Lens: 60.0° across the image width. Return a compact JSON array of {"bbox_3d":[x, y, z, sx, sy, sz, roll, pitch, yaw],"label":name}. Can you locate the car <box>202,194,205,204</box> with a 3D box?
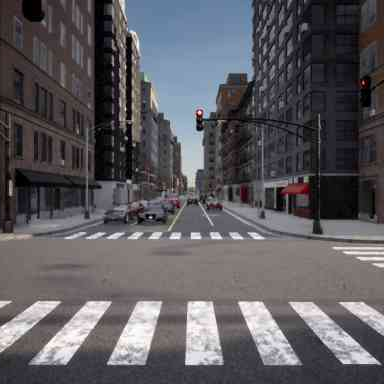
[{"bbox_3d":[3.095,1.492,54.793,1.837,1.490,4.892,0,0,0],"label":"car"}]

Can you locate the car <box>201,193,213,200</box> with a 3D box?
[{"bbox_3d":[3.065,1.213,61.823,2.150,2.045,5.566,0,0,0],"label":"car"}]

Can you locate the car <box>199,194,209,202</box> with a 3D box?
[{"bbox_3d":[2.744,1.295,79.288,2.192,1.841,5.009,0,0,0],"label":"car"}]

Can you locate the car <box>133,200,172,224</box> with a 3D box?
[{"bbox_3d":[-2.815,1.563,24.729,1.994,1.385,4.181,0,0,0],"label":"car"}]

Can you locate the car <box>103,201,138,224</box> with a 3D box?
[{"bbox_3d":[-5.354,1.550,24.764,2.008,1.369,4.403,0,0,0],"label":"car"}]

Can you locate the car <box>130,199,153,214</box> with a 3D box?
[{"bbox_3d":[-5.339,1.522,35.502,1.752,1.417,4.829,0,0,0],"label":"car"}]

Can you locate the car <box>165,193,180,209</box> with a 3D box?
[{"bbox_3d":[-2.773,1.211,46.042,2.150,2.045,5.566,0,0,0],"label":"car"}]

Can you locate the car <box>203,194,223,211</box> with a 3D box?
[{"bbox_3d":[2.694,1.435,41.108,1.967,1.590,4.097,0,0,0],"label":"car"}]

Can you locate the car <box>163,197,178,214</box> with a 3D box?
[{"bbox_3d":[-2.799,1.561,34.703,1.994,1.385,4.181,0,0,0],"label":"car"}]

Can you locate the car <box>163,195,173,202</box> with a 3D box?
[{"bbox_3d":[-5.287,1.505,73.679,1.752,1.417,4.829,0,0,0],"label":"car"}]

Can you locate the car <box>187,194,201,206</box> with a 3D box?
[{"bbox_3d":[0.127,1.493,54.884,1.837,1.490,4.892,0,0,0],"label":"car"}]
